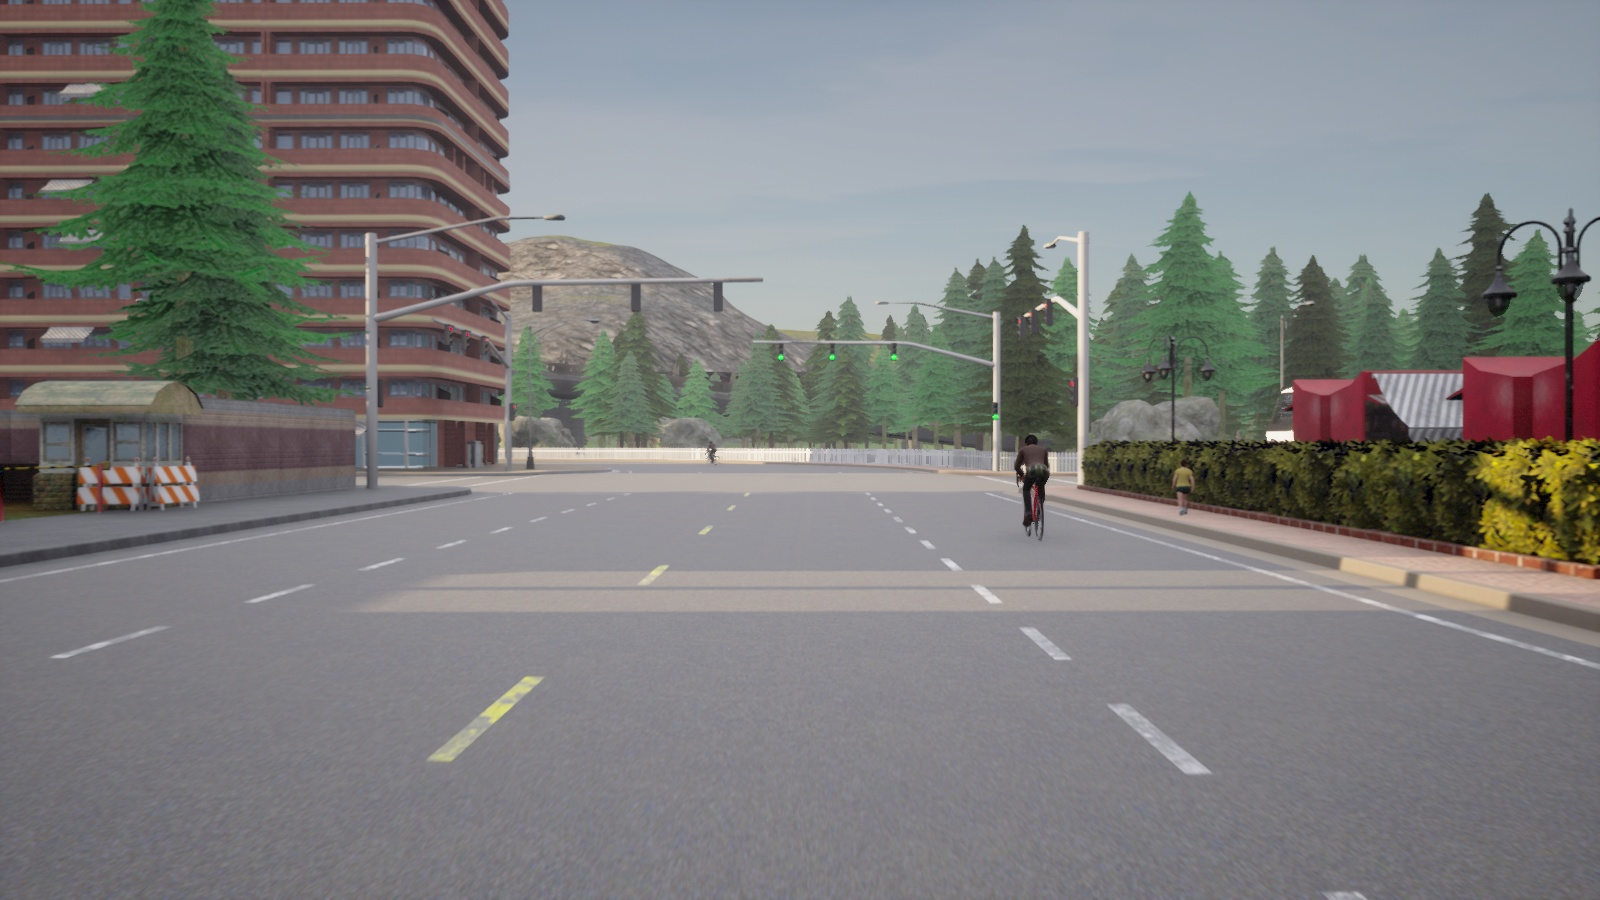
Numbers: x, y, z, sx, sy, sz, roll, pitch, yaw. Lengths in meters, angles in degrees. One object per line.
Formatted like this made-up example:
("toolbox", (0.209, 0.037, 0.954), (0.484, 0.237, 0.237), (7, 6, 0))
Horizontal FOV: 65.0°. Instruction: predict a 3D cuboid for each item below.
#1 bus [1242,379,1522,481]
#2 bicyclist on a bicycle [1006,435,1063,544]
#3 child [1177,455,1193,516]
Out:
("bus", (25.016, -0.861, 54.433), (10.273, 4.253, 3.944), (0, 0, 1))
("bicyclist on a bicycle", (3.626, 0.592, 19.520), (0.582, 1.620, 1.656), (0, 0, 0))
("child", (7.099, 0.656, 23.153), (0.255, 1.110, 0.394), (0, 0, 13))
